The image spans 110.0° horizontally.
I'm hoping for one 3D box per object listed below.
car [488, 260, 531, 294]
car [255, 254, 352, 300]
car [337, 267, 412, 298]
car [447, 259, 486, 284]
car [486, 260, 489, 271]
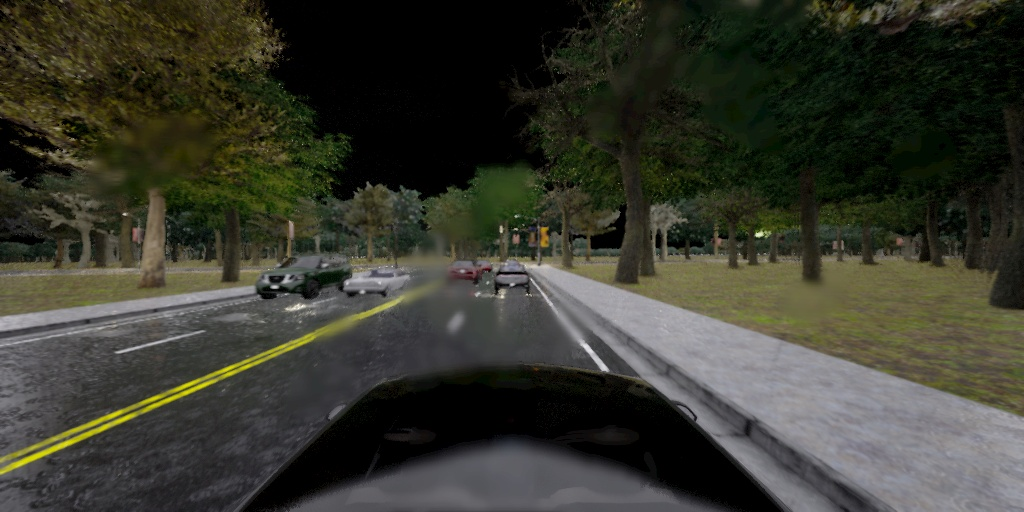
[{"bbox_3d":[0.016,1.155,19.675,2.128,1.511,4.902,0,0,0],"label":"car"},{"bbox_3d":[-9.878,0.923,17.690,2.150,2.045,5.566,0,0,0],"label":"car"},{"bbox_3d":[-6.628,1.290,18.150,1.895,1.301,4.718,0,0,0],"label":"car"},{"bbox_3d":[-3.244,0.989,25.613,2.097,1.767,4.553,0,0,0],"label":"car"},{"bbox_3d":[-3.344,1.099,41.314,1.994,1.385,4.181,0,0,-2],"label":"car"}]
